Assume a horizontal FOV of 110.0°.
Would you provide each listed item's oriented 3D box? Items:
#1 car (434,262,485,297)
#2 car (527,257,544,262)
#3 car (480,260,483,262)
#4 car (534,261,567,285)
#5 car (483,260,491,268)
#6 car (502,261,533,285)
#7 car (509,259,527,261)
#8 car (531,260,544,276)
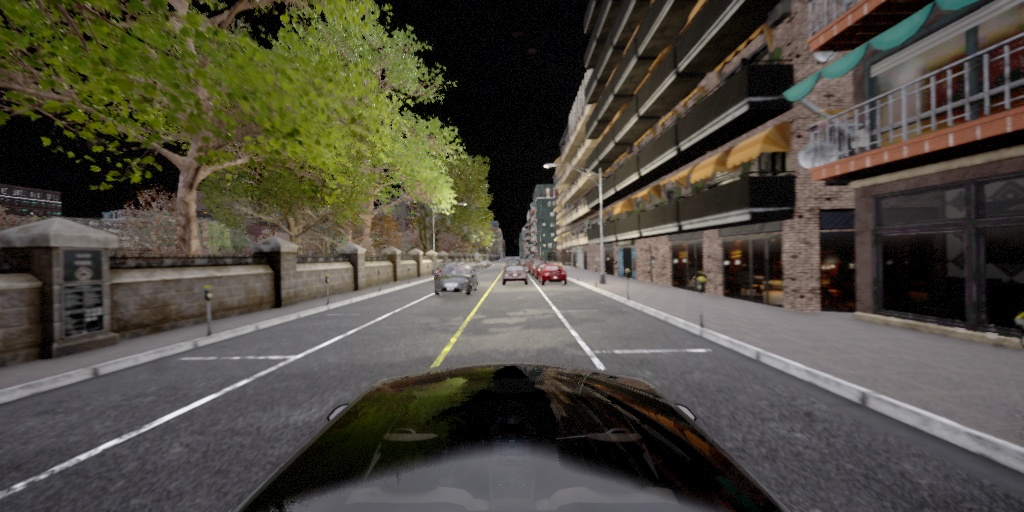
[{"bbox_3d":[-2.956,1.320,19.795,2.128,1.511,4.902,-1,0,0],"label":"car"},{"bbox_3d":[2.912,1.199,36.955,1.967,1.591,4.097,0,0,0],"label":"car"},{"bbox_3d":[-5.417,1.480,48.253,2.007,1.370,4.403,0,0,0],"label":"car"},{"bbox_3d":[2.861,1.282,25.695,1.888,1.381,4.507,0,0,0],"label":"car"},{"bbox_3d":[-5.342,1.493,64.973,1.751,1.417,4.829,0,0,0],"label":"car"},{"bbox_3d":[0.247,1.332,26.759,2.033,1.411,5.357,-1,0,1],"label":"car"},{"bbox_3d":[0.280,1.164,40.403,2.097,1.767,4.553,-1,0,1],"label":"car"},{"bbox_3d":[2.886,1.293,31.326,1.888,1.381,4.507,0,0,0],"label":"car"}]
